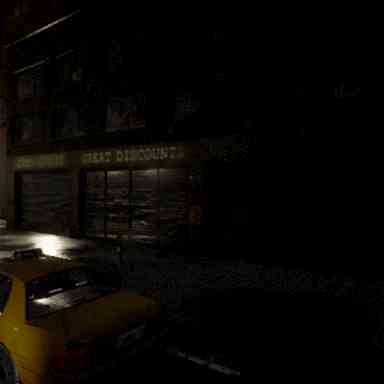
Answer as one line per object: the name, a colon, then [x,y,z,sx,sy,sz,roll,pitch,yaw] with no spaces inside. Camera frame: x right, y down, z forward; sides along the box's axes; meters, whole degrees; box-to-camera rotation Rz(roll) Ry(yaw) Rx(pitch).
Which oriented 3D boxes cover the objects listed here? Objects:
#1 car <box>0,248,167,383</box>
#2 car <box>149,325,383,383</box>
car: [-2.551,1.518,4.909,4.829,1.417,1.752,0,1,36]
car: [2.133,1.552,1.564,4.403,1.369,2.008,0,1,36]
